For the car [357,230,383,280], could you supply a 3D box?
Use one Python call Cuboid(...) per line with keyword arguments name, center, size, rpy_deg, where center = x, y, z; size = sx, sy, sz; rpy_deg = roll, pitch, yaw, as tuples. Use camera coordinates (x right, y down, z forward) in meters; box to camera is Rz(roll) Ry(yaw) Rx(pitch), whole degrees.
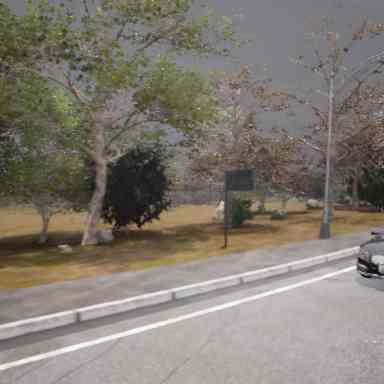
Cuboid(name="car", center=(6.245, 1.474, 9.000), size=(4.902, 1.511, 2.128), rpy_deg=(0, 0, -40))
